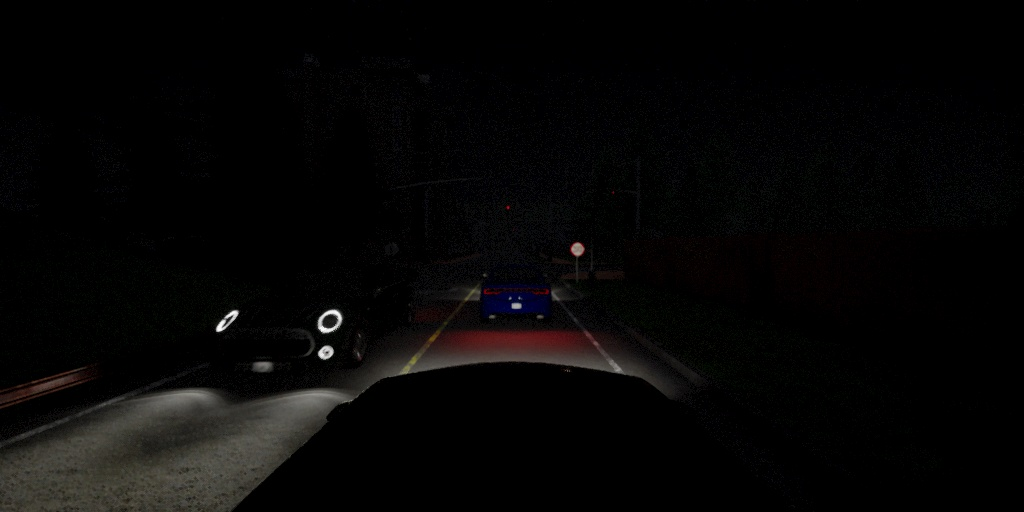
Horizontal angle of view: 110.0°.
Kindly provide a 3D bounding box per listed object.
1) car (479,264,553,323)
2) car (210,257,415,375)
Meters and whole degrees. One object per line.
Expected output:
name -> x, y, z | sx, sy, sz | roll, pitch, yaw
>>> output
car -> 0.100, 0.963, 10.993 | 1.882, 1.535, 5.008 | 0, 2, 0
car -> -3.570, 0.940, 7.379 | 2.097, 1.767, 4.553 | 0, 2, 0
